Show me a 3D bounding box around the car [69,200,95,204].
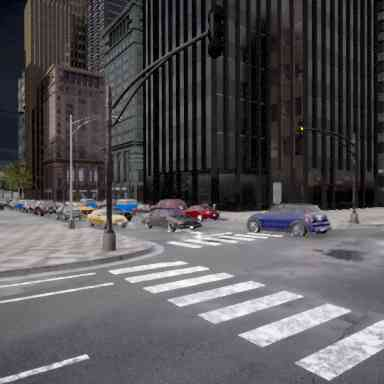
[{"bbox_3d":[-12.801,1.987,38.168,1.882,1.535,5.008,0,-1,-35],"label":"car"}]

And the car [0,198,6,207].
[{"bbox_3d":[-41.381,2.665,73.620,1.887,1.381,4.507,-1,0,-35],"label":"car"}]

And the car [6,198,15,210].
[{"bbox_3d":[-32.015,2.352,60.486,1.967,1.590,4.097,-1,0,-35],"label":"car"}]

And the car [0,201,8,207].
[{"bbox_3d":[-44.502,2.769,77.998,1.802,1.307,4.206,-1,0,-35],"label":"car"}]

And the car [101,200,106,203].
[{"bbox_3d":[-11.228,1.874,46.064,2.192,1.841,5.009,-1,0,-35],"label":"car"}]

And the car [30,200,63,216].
[{"bbox_3d":[-17.729,1.899,40.452,2.192,1.841,5.009,-1,0,-35],"label":"car"}]

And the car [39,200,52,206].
[{"bbox_3d":[-34.846,2.658,79.141,1.947,1.339,4.313,-1,0,-35],"label":"car"}]

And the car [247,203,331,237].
[{"bbox_3d":[5.187,1.431,18.460,2.097,1.767,4.553,0,-2,-36],"label":"car"}]

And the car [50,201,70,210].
[{"bbox_3d":[-23.113,2.339,57.949,2.033,1.411,5.357,0,-1,-36],"label":"car"}]

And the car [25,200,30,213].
[{"bbox_3d":[-20.561,2.195,44.430,1.887,1.381,4.507,-1,0,-35],"label":"car"}]

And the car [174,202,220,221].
[{"bbox_3d":[0.573,1.827,29.484,1.887,1.381,4.507,-1,0,-35],"label":"car"}]

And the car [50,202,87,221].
[{"bbox_3d":[-12.049,2.003,32.496,2.008,1.369,4.403,-1,0,-35],"label":"car"}]

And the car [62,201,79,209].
[{"bbox_3d":[-22.762,2.405,62.199,1.802,1.307,4.206,-1,0,-35],"label":"car"}]

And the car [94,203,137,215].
[{"bbox_3d":[-7.133,1.978,30.204,1.895,1.301,4.718,0,-1,-36],"label":"car"}]

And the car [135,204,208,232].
[{"bbox_3d":[-1.565,1.793,22.397,2.033,1.411,5.357,0,-1,-36],"label":"car"}]

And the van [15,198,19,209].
[{"bbox_3d":[-26.239,2.121,52.385,1.690,1.788,3.998,-1,0,-35],"label":"van"}]

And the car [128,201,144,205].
[{"bbox_3d":[-5.324,2.003,37.774,1.802,1.307,4.206,-1,0,-35],"label":"car"}]

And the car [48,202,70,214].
[{"bbox_3d":[-18.652,2.171,46.433,1.812,1.442,4.674,0,-1,-35],"label":"car"}]

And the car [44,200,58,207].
[{"bbox_3d":[-31.824,2.593,74.905,1.947,1.339,4.313,-1,0,-35],"label":"car"}]

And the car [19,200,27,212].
[{"bbox_3d":[-23.400,2.155,48.407,1.967,1.590,4.097,-1,0,-35],"label":"car"}]

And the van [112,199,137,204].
[{"bbox_3d":[-8.279,1.831,41.919,1.690,1.788,3.998,-1,0,-35],"label":"van"}]

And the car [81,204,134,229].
[{"bbox_3d":[-6.277,1.842,24.403,1.752,1.417,4.829,-1,0,-35],"label":"car"}]

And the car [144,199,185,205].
[{"bbox_3d":[-2.381,1.667,33.629,2.192,1.841,5.009,-1,0,-35],"label":"car"}]
